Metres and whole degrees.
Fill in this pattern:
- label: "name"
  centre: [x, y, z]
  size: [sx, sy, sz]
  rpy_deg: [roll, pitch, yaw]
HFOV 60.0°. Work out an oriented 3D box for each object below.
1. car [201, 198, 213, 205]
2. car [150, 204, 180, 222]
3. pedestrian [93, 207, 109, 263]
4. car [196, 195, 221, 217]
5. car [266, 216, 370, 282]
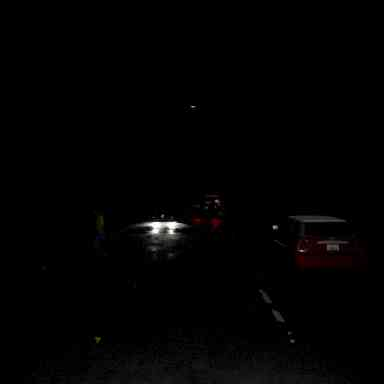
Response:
- label: "car"
  centre: [3.053, 1.963, 67.942]
  size: [1.895, 1.301, 4.718]
  rpy_deg: [0, 0, 10]
- label: "car"
  centre: [-2.071, 1.634, 26.957]
  size: [1.994, 1.385, 4.181]
  rpy_deg: [0, 0, 4]
- label: "pedestrian"
  centre: [-2.949, 1.304, 10.616]
  size: [0.375, 1.860, 0.375]
  rpy_deg: [-1, 1, -13]
- label: "car"
  centre: [1.556, 1.463, 32.682]
  size: [2.097, 1.767, 4.553]
  rpy_deg: [0, 0, 5]
- label: "car"
  centre: [3.385, 1.416, 9.667]
  size: [1.970, 1.475, 3.806]
  rpy_deg: [0, 0, 2]
